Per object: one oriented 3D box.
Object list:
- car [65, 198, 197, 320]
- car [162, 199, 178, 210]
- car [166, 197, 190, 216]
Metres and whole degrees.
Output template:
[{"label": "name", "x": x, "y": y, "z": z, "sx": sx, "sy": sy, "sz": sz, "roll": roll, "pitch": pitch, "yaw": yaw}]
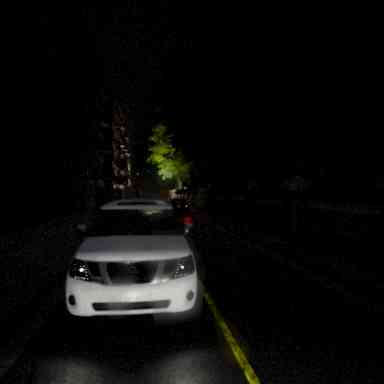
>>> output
[{"label": "car", "x": -1.262, "y": 1.228, "z": 7.763, "sx": 2.150, "sy": 2.045, "sz": 5.566, "roll": 0, "pitch": 0, "yaw": -7}, {"label": "car", "x": -3.062, "y": 1.631, "z": 45.762, "sx": 1.994, "sy": 1.385, "sz": 4.181, "roll": 0, "pitch": 0, "yaw": -8}, {"label": "car", "x": -1.531, "y": 1.402, "z": 33.923, "sx": 2.097, "sy": 1.767, "sz": 4.553, "roll": 0, "pitch": 0, "yaw": -7}]
